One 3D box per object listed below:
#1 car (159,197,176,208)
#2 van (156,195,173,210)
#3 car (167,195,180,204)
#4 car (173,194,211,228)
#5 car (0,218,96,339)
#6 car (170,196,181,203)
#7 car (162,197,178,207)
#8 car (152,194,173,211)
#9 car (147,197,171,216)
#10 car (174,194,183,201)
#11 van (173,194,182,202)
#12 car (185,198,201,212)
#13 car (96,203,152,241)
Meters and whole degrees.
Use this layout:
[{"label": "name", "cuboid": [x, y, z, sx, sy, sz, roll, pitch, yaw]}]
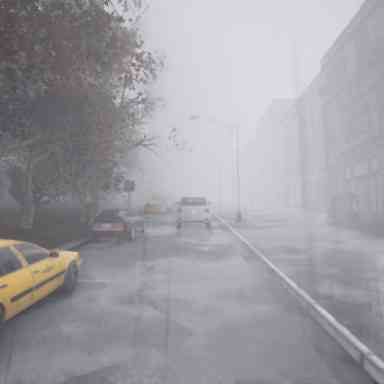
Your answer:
[{"label": "car", "cuboid": [-3.649, 1.580, 50.581, 1.946, 1.575, 5.366, 0, 0, 2]}, {"label": "van", "cuboid": [-3.653, 1.346, 44.943, 1.878, 1.987, 4.442, 0, 0, 2]}, {"label": "car", "cuboid": [-3.659, 1.499, 67.076, 2.185, 1.767, 4.553, 0, 0, 2]}, {"label": "car", "cuboid": [0.098, 1.276, 22.796, 2.150, 2.045, 5.566, 0, 0, 0]}, {"label": "car", "cuboid": [-3.647, 1.494, 6.016, 1.946, 1.575, 5.366, 0, 0, 2]}, {"label": "car", "cuboid": [-3.658, 1.679, 72.675, 2.002, 1.452, 4.674, 0, 0, 2]}, {"label": "car", "cuboid": [-3.657, 1.595, 55.961, 2.097, 1.535, 5.008, 0, 0, 2]}, {"label": "car", "cuboid": [-3.656, 1.310, 39.285, 2.435, 2.045, 5.566, 0, 0, 2]}, {"label": "car", "cuboid": [-3.656, 1.552, 33.680, 2.097, 1.535, 5.008, 0, 0, 2]}, {"label": "car", "cuboid": [-3.661, 1.558, 89.359, 2.185, 1.767, 4.553, 0, 0, 2]}, {"label": "van", "cuboid": [-3.655, 1.444, 83.936, 1.878, 1.987, 4.442, 0, 0, 2]}, {"label": "car", "cuboid": [0.096, 1.591, 41.299, 1.837, 1.490, 4.892, 0, 0, 0]}, {"label": "car", "cuboid": [-3.653, 1.552, 17.002, 2.163, 1.488, 4.792, 0, 0, 2]}]
